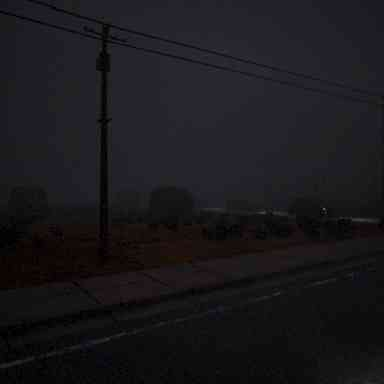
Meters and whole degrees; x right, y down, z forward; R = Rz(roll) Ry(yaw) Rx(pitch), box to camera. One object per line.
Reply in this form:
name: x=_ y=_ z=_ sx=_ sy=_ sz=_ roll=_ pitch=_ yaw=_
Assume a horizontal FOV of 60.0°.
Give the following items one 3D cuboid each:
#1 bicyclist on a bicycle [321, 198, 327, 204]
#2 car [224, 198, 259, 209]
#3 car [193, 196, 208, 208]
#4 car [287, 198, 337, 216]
bicyclist on a bicycle: x=15.038 y=1.514 z=38.072 sx=1.656 sy=1.620 sz=0.582 roll=0 pitch=0 yaw=-33
car: x=5.795 y=1.543 z=39.365 sx=1.837 sy=1.490 sz=4.892 roll=0 pitch=0 yaw=-33
car: x=0.409 y=1.393 z=47.833 sx=2.097 sy=1.767 sz=4.553 roll=0 pitch=0 yaw=-32
car: x=11.131 y=1.389 z=30.999 sx=2.097 sy=1.767 sz=4.553 roll=0 pitch=0 yaw=-33
